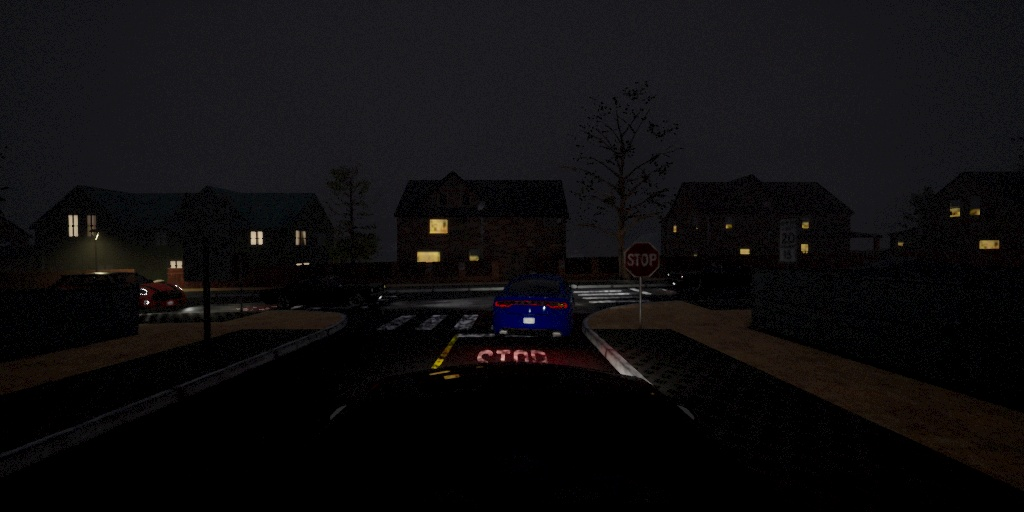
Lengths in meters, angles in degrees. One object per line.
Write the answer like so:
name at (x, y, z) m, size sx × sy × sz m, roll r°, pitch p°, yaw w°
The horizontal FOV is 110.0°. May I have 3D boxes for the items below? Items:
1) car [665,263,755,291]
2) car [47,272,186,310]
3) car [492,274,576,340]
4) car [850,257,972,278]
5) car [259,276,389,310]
car at (10.401, 1.034, 18.216) m, size 4.718 × 1.301 × 1.895 m, roll -1°, pitch 1°, yaw -1°
car at (-16.806, 1.471, 15.265) m, size 4.553 × 1.767 × 2.097 m, roll -1°, pitch 1°, yaw 0°
car at (0.782, 1.226, 10.075) m, size 1.882 × 1.535 × 5.008 m, roll 0°, pitch 0°, yaw 10°
car at (20.047, 0.753, 18.257) m, size 5.357 × 1.411 × 2.033 m, roll -1°, pitch 1°, yaw 0°
car at (-7.819, 1.506, 15.278) m, size 4.718 × 1.301 × 1.895 m, roll -1°, pitch 1°, yaw 0°
